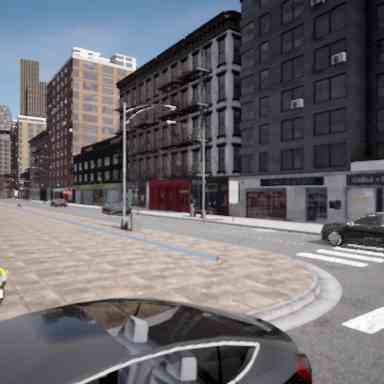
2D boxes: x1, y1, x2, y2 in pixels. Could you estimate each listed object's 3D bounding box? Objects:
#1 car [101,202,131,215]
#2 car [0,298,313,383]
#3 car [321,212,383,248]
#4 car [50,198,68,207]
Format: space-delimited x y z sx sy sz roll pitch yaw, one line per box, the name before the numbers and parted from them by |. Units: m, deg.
car | -8.135 1.705 35.426 1.994 1.385 4.181 0 0 -35
car | -1.022 1.567 2.085 4.313 1.339 1.947 0 0 -35
car | 7.609 1.571 13.324 1.837 1.490 4.892 0 0 -35
car | -22.009 1.763 54.885 2.033 1.411 5.357 0 0 -34
